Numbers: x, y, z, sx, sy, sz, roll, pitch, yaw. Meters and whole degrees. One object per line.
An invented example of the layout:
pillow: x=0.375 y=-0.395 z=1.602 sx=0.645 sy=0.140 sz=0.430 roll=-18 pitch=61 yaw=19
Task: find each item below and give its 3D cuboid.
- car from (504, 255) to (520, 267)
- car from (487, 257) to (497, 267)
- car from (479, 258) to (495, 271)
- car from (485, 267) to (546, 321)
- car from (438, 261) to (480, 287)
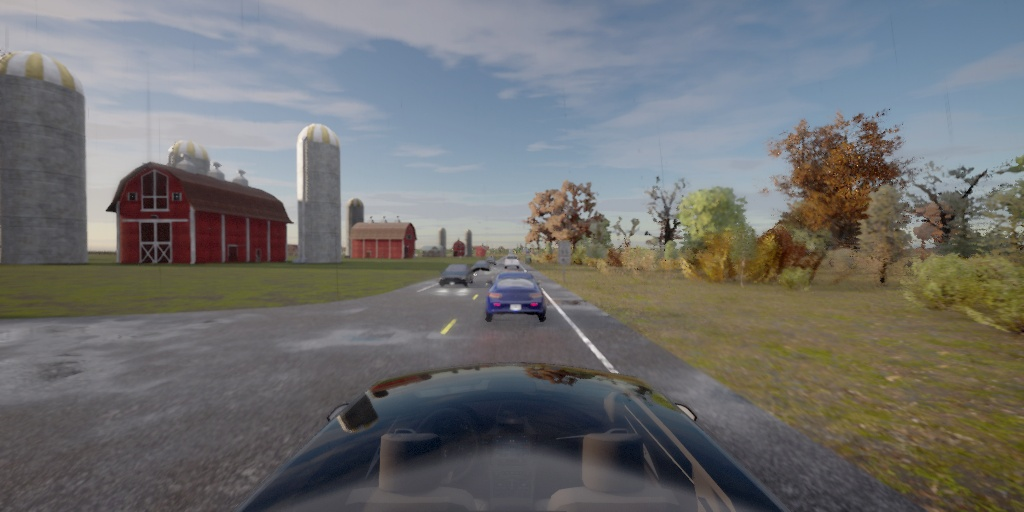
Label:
car: x=-0.013 y=0.886 z=54.180 sx=2.150 sy=2.045 sz=5.566 roll=0 pitch=0 yaw=0
car: x=-3.514 y=0.878 z=59.978 sx=1.837 sy=1.490 sz=4.892 roll=0 pitch=0 yaw=0
car: x=-3.589 y=1.237 z=43.610 sx=2.033 sy=1.411 sz=5.357 roll=0 pitch=0 yaw=0
car: x=0.102 y=1.260 z=12.286 sx=1.812 sy=1.442 sz=4.674 roll=0 pitch=0 yaw=0
car: x=-3.605 y=1.268 z=24.240 sx=2.033 sy=1.411 sz=5.357 roll=0 pitch=0 yaw=0
